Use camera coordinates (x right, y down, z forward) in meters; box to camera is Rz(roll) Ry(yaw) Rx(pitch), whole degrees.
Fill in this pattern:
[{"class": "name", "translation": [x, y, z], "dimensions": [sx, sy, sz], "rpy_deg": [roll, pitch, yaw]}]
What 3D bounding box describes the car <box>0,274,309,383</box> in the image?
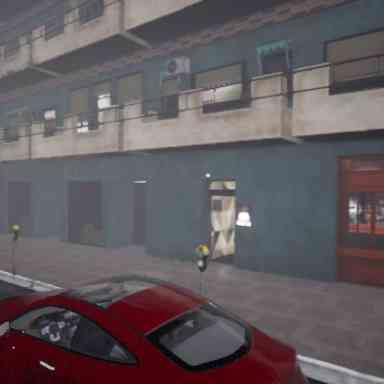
[{"class": "car", "translation": [-0.944, 1.583, 3.533], "dimensions": [4.206, 1.307, 1.802], "rpy_deg": [0, 1, 35]}]
